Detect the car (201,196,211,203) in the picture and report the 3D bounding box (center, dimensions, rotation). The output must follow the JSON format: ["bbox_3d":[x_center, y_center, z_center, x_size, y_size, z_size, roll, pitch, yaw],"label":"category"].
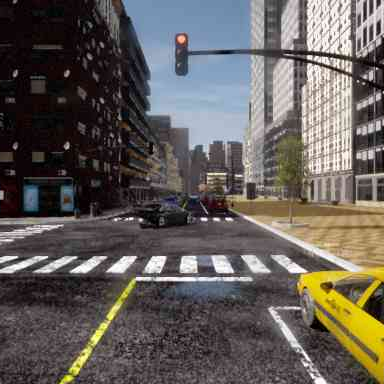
[{"bbox_3d":[2.976,1.618,69.563,1.887,1.381,4.507,0,0,0],"label":"car"}]

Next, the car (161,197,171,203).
[{"bbox_3d":[-5.404,1.656,69.599,1.802,1.307,4.206,0,0,0],"label":"car"}]

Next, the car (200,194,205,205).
[{"bbox_3d":[2.928,1.368,58.510,2.192,1.841,5.009,0,0,0],"label":"car"}]

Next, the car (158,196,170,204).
[{"bbox_3d":[-5.428,1.504,64.072,1.967,1.590,4.097,0,0,0],"label":"car"}]

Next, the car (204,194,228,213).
[{"bbox_3d":[2.836,1.336,36.404,2.192,1.841,5.009,0,0,0],"label":"car"}]

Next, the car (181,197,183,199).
[{"bbox_3d":[-2.845,1.549,53.763,1.837,1.490,4.892,0,0,1],"label":"car"}]

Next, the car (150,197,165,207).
[{"bbox_3d":[-5.473,1.594,53.018,2.008,1.369,4.403,0,0,0],"label":"car"}]

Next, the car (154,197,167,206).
[{"bbox_3d":[-5.451,1.598,58.544,1.887,1.381,4.507,0,0,0],"label":"car"}]

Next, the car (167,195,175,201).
[{"bbox_3d":[-5.336,1.633,86.008,1.752,1.417,4.829,0,0,0],"label":"car"}]

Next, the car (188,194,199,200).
[{"bbox_3d":[0.273,1.630,65.607,1.994,1.385,4.181,0,0,0],"label":"car"}]

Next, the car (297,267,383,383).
[{"bbox_3d":[2.703,1.526,4.161,1.752,1.417,4.829,0,0,0],"label":"car"}]

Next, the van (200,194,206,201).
[{"bbox_3d":[3.067,1.463,91.669,1.690,1.788,3.998,0,0,0],"label":"van"}]

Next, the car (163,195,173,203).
[{"bbox_3d":[-5.382,1.525,75.125,1.967,1.590,4.097,0,0,0],"label":"car"}]

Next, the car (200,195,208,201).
[{"bbox_3d":[3.046,1.634,86.313,1.752,1.417,4.829,0,0,0],"label":"car"}]

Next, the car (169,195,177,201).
[{"bbox_3d":[-5.312,1.666,91.704,1.887,1.381,4.507,0,0,0],"label":"car"}]

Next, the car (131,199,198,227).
[{"bbox_3d":[-1.832,1.532,23.122,1.837,1.490,4.892,3,2,37],"label":"car"}]

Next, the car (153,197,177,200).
[{"bbox_3d":[-2.956,1.566,34.130,2.033,1.411,5.357,0,0,0],"label":"car"}]

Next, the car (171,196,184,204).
[{"bbox_3d":[-2.734,1.555,64.007,2.128,1.511,4.902,0,0,0],"label":"car"}]

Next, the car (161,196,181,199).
[{"bbox_3d":[-2.905,1.507,43.950,1.882,1.535,5.008,0,0,0],"label":"car"}]

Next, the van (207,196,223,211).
[{"bbox_3d":[2.859,1.368,41.930,1.690,1.788,3.998,0,0,0],"label":"van"}]
